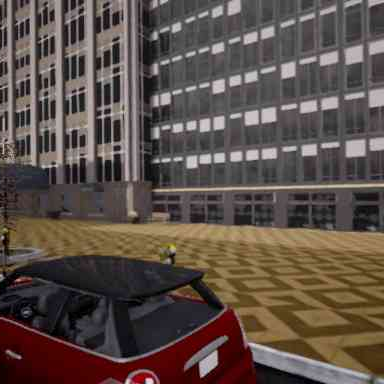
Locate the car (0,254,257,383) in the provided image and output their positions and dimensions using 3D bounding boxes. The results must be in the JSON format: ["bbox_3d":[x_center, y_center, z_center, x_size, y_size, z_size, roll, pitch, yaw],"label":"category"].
[{"bbox_3d":[-1.441,1.481,3.906,4.097,1.590,1.967,-1,-1,35],"label":"car"}]
